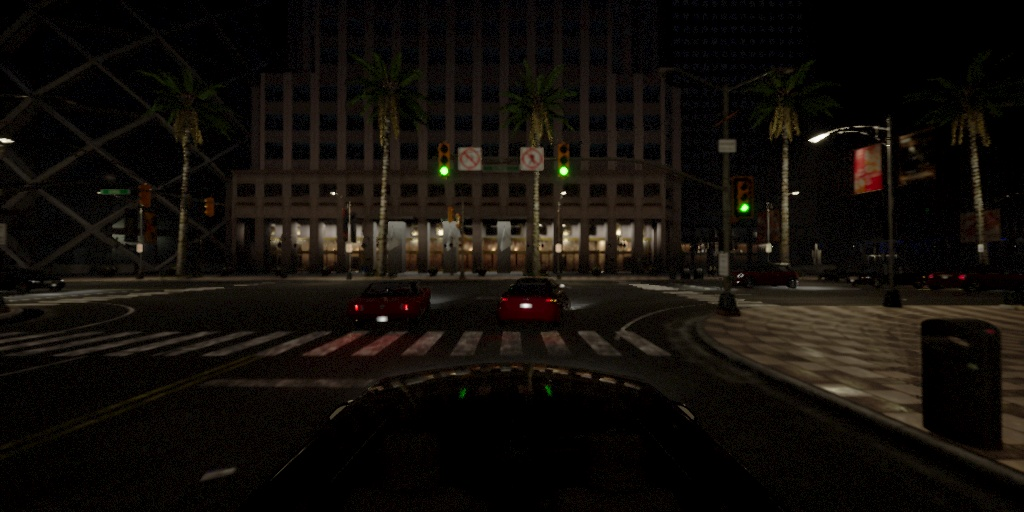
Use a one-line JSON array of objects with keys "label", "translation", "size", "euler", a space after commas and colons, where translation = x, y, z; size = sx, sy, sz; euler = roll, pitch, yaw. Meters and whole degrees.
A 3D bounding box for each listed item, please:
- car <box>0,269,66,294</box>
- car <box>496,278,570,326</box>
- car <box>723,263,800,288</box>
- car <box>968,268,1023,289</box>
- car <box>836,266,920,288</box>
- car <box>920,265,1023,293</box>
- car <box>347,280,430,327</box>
[{"label": "car", "translation": [-30.454, 1.501, 21.891], "size": [4.674, 1.442, 1.812], "euler": [0, -1, -4]}, {"label": "car", "translation": [0.842, 1.432, 12.318], "size": [1.994, 1.385, 4.181], "euler": [0, -1, 13]}, {"label": "car", "translation": [17.816, 1.371, 25.792], "size": [4.553, 1.767, 2.097], "euler": [0, -1, 0]}, {"label": "car", "translation": [36.683, 1.565, 25.725], "size": [5.357, 1.411, 2.033], "euler": [0, -1, 0]}, {"label": "car", "translation": [26.910, 1.510, 25.763], "size": [4.902, 1.511, 2.128], "euler": [0, -1, 0]}, {"label": "car", "translation": [28.760, 1.329, 22.060], "size": [4.553, 1.767, 2.097], "euler": [0, -1, 0]}, {"label": "car", "translation": [-3.852, 1.466, 12.052], "size": [1.895, 1.301, 4.718], "euler": [0, -1, -8]}]
